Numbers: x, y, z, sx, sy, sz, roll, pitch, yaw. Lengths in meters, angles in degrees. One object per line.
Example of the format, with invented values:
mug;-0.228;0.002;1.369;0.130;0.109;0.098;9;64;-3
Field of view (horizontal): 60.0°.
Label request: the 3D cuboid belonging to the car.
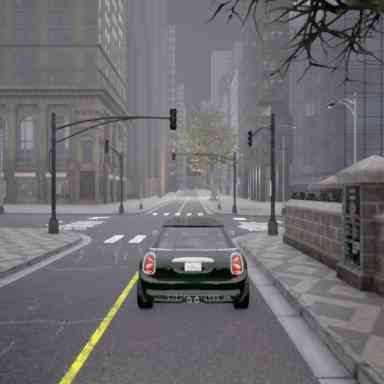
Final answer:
car;0.034;1.351;8.041;2.097;1.767;4.553;0;0;0
